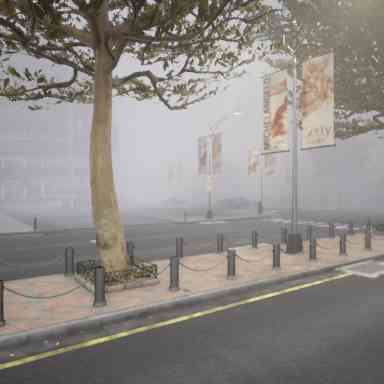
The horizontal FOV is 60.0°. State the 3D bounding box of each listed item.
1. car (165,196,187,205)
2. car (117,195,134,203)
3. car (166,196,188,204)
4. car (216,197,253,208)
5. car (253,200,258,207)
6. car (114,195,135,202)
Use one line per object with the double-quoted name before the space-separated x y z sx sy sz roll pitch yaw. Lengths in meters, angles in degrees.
"car" -2.936 1.596 59.868 1.895 1.301 4.718 0 0 -37
"car" -14.833 1.347 70.844 4.553 1.767 2.097 0 0 30
"car" -2.962 1.521 65.608 1.812 1.442 4.674 0 0 -41
"car" 5.769 1.543 47.778 2.033 1.411 5.357 0 0 -35
"car" 7.944 1.473 50.763 1.882 1.535 5.008 0 0 -35
"car" -15.212 1.477 74.951 4.674 1.442 1.812 0 0 26
